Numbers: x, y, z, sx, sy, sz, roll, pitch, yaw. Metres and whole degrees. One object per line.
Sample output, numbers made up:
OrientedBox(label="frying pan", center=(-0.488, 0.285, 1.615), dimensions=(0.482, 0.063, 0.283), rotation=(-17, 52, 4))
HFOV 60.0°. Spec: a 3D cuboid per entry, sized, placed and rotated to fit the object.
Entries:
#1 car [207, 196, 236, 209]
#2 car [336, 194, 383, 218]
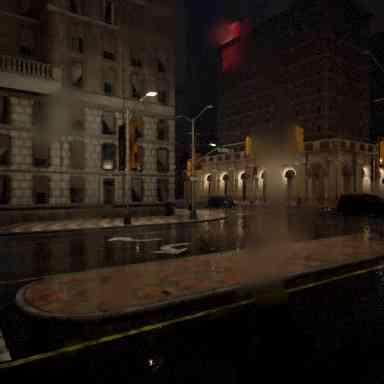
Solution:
OrientedBox(label="car", center=(4.059, 1.352, 46.194), dimensions=(2.097, 1.767, 4.553), rotation=(0, 0, -35))
OrientedBox(label="car", center=(15.999, 1.222, 30.108), dimensions=(2.150, 2.045, 5.566), rotation=(-1, 0, -43))
